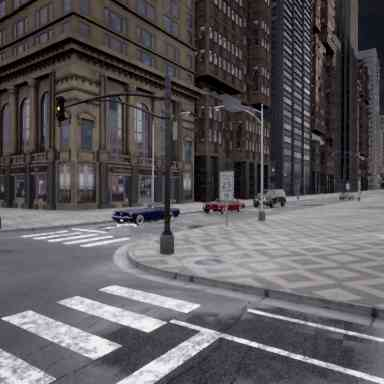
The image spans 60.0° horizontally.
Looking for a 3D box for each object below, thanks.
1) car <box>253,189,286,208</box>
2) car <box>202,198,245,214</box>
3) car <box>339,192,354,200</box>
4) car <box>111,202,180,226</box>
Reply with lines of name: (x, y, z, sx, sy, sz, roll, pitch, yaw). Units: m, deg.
car: (9.035, 0.696, 38.323, 2.150, 2.045, 5.566, 0, 1, 36)
car: (2.895, 1.217, 29.716, 1.895, 1.301, 4.718, 0, 1, 35)
car: (27.091, 0.683, 58.143, 2.033, 1.411, 5.357, 0, 1, 33)
car: (-2.908, 1.350, 21.583, 1.895, 1.301, 4.718, 0, 1, 36)
